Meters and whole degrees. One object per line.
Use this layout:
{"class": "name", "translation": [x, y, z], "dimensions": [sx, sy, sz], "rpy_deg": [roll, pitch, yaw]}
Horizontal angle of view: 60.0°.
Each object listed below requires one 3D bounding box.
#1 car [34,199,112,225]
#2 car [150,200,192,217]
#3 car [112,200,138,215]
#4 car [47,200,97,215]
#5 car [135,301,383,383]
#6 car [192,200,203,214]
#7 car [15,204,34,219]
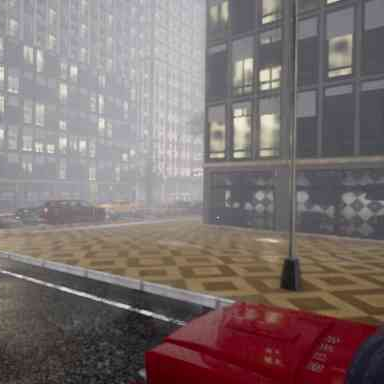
{"class": "car", "translation": [-9.181, 1.494, 26.021], "dimensions": [2.192, 1.841, 5.009], "rpy_deg": [1, 0, 36]}
{"class": "car", "translation": [-2.375, 1.804, 35.226], "dimensions": [1.752, 1.417, 4.829], "rpy_deg": [1, 0, 36]}
{"class": "car", "translation": [-8.228, 1.639, 37.028], "dimensions": [1.882, 1.535, 5.008], "rpy_deg": [1, 0, 36]}
{"class": "car", "translation": [-12.670, 1.607, 35.399], "dimensions": [1.752, 1.417, 4.829], "rpy_deg": [1, 0, 36]}
{"class": "car", "translation": [1.821, 1.601, 2.388], "dimensions": [4.718, 1.301, 1.895], "rpy_deg": [0, 0, 35]}
{"class": "car", "translation": [0.877, 1.908, 39.625], "dimensions": [1.802, 1.307, 4.206], "rpy_deg": [1, 0, 36]}
{"class": "car", "translation": [-13.499, 1.647, 29.908], "dimensions": [1.994, 1.385, 4.181], "rpy_deg": [1, 0, 37]}
